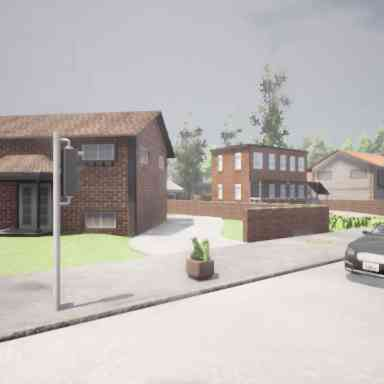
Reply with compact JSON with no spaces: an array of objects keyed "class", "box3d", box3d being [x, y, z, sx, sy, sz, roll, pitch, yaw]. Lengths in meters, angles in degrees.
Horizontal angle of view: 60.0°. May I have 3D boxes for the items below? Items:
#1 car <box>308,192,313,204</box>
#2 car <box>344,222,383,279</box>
[{"class":"car","box3d":[9.917,0.971,31.488,3.866,1.878,1.905,0,0,-37]},{"class":"car","box3d":[6.153,1.490,9.292,4.902,1.511,2.128,0,0,-37]}]
